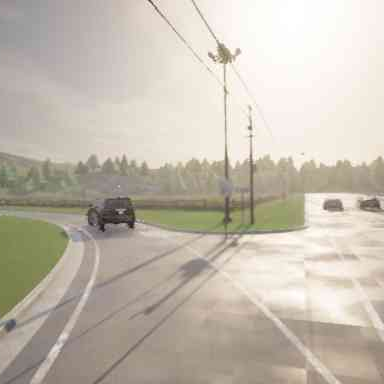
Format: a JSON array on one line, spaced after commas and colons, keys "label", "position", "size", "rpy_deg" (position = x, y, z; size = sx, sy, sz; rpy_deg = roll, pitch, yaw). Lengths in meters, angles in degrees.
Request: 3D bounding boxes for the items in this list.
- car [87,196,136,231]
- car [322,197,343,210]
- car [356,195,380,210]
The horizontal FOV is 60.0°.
[{"label": "car", "position": [-5.385, 1.303, 21.830], "size": [2.150, 2.045, 5.566], "rpy_deg": [-1, 0, -27]}, {"label": "car", "position": [15.906, 1.247, 37.730], "size": [1.994, 1.385, 4.181], "rpy_deg": [-1, 0, 19]}, {"label": "car", "position": [19.066, 1.119, 36.154], "size": [2.128, 1.511, 4.902], "rpy_deg": [-1, 0, 19]}]
